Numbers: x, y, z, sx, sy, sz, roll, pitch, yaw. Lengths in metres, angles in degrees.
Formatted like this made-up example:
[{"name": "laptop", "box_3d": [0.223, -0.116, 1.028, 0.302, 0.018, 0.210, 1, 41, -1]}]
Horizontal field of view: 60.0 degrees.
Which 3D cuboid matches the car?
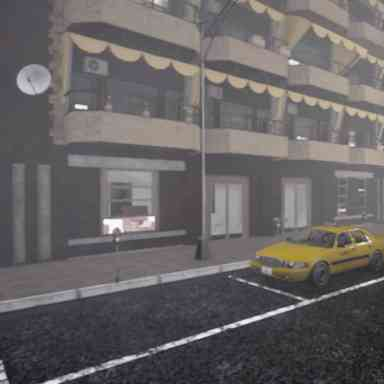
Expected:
[{"name": "car", "box_3d": [3.725, 1.531, 9.227, 4.829, 1.417, 1.752, 0, 0, -36]}]
